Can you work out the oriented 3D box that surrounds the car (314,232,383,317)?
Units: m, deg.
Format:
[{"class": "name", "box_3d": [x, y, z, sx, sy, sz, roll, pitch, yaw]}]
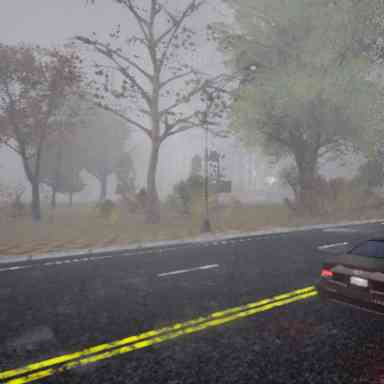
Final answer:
[{"class": "car", "box_3d": [4.821, 1.521, 6.951, 5.357, 1.411, 2.033, 0, 0, -35]}]
